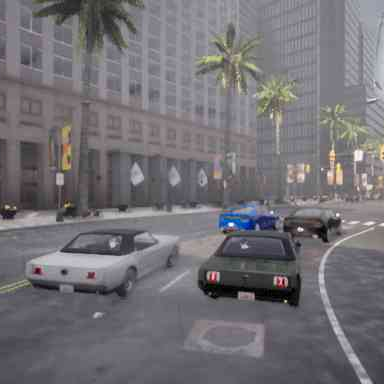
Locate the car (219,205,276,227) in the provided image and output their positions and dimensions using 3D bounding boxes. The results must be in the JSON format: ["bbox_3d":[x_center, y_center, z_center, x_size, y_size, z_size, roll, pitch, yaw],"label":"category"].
[{"bbox_3d":[3.306,1.457,18.488,1.882,1.535,5.008,0,0,34],"label":"car"}]

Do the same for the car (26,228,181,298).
[{"bbox_3d":[-1.815,1.592,8.616,1.895,1.301,4.718,0,0,16],"label":"car"}]

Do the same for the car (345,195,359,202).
[{"bbox_3d":[34.834,1.431,72.204,2.161,1.482,4.786,0,0,40],"label":"car"}]

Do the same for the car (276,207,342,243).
[{"bbox_3d":[6.032,1.459,16.359,1.882,1.535,5.008,0,0,34],"label":"car"}]

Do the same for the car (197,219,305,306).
[{"bbox_3d":[1.668,1.592,8.107,1.895,1.301,4.718,0,0,18],"label":"car"}]
